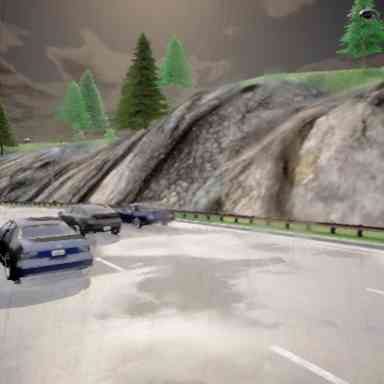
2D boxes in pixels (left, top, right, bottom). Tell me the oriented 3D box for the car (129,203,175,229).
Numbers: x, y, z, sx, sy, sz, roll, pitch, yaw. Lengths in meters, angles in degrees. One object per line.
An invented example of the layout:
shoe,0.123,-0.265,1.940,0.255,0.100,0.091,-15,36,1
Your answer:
car,-3.051,1.300,19.100,1.895,1.301,4.718,-2,1,-39

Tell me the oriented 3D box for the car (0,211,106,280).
car,-4.589,1.440,9.732,2.033,1.411,5.357,-2,1,-36

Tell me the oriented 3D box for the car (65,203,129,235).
car,-5.132,1.293,16.072,1.837,1.490,4.892,-2,1,-38
